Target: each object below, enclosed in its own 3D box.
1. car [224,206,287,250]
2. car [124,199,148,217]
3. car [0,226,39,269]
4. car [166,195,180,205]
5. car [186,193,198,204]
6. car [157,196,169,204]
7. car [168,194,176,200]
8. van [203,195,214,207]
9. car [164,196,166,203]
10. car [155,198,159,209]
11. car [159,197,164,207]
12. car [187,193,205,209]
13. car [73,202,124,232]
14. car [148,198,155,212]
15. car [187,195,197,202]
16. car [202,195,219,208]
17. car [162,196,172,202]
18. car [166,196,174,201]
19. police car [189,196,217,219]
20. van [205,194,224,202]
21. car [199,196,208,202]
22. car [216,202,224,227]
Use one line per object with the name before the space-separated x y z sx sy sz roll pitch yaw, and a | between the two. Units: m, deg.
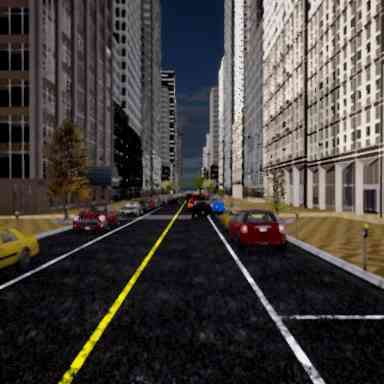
car | 2.680 1.451 14.446 1.967 1.590 4.097 -1 0 0
car | -5.701 1.575 31.495 2.008 1.369 4.403 -1 0 0
car | -5.699 1.532 8.591 1.752 1.417 4.829 -1 0 0
car | -3.060 1.608 58.153 1.994 1.385 4.181 0 0 1
car | -0.007 1.274 64.747 2.150 2.045 5.566 0 0 0
car | -5.705 1.601 65.597 2.008 1.369 4.403 -1 0 0
car | -5.709 1.511 94.015 1.967 1.590 4.097 -1 0 0
van | 2.675 1.383 54.231 1.690 1.788 3.998 -1 0 0
car | -5.703 1.624 54.230 1.802 1.307 4.206 -1 0 0
car | -5.702 1.578 42.863 1.887 1.381 4.507 -1 0 0
car | -5.704 1.588 48.546 2.008 1.369 4.403 -1 0 0
car | 0.820 1.253 39.541 2.150 2.045 5.566 0 0 -1
car | -5.701 1.456 20.129 1.967 1.590 4.097 -1 0 0
car | -5.702 1.595 37.179 1.947 1.339 4.313 -1 0 0
car | -0.009 1.521 79.716 2.128 1.511 4.902 0 0 0
car | 2.675 1.352 48.547 2.192 1.841 5.009 -1 0 0
car | -5.706 1.609 76.964 2.008 1.369 4.403 -1 0 0
car | -5.707 1.649 88.331 1.802 1.307 4.206 -1 0 0
police car | 0.896 1.448 29.636 1.930 1.638 5.238 0 0 0
van | 2.677 1.370 37.180 1.690 1.788 3.998 -1 0 0
car | 2.675 1.609 76.965 2.008 1.369 4.403 -1 0 0
car | 2.680 1.541 20.299 1.752 1.417 4.829 -1 0 0
